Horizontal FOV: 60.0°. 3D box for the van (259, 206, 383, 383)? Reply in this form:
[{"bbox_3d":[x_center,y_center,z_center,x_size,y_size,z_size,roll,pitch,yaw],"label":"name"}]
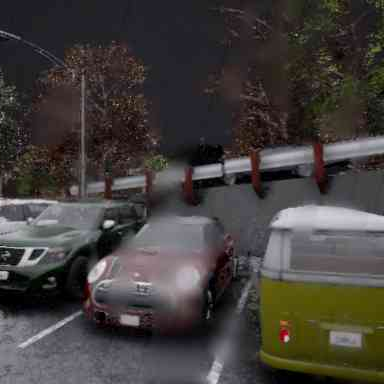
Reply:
[{"bbox_3d":[2.144,1.262,5.482,1.878,1.987,4.442,0,-1,16],"label":"van"}]

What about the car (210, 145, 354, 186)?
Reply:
[{"bbox_3d":[3.328,-1.019,13.059,5.357,1.411,2.033,-5,-3,36],"label":"car"}]

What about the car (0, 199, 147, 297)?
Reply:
[{"bbox_3d":[-2.797,1.232,8.855,2.435,2.045,5.566,1,-1,15],"label":"car"}]

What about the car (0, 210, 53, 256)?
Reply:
[{"bbox_3d":[-7.726,1.509,12.421,2.163,1.488,4.792,0,-1,16],"label":"car"}]

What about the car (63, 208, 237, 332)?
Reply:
[{"bbox_3d":[-0.327,1.360,7.154,2.185,1.767,4.553,1,-1,15],"label":"car"}]
